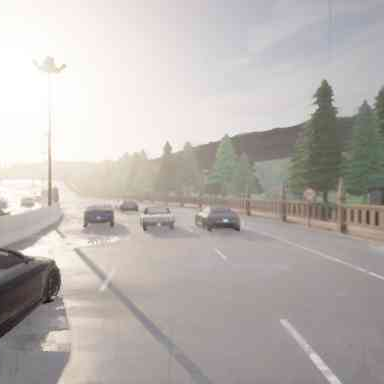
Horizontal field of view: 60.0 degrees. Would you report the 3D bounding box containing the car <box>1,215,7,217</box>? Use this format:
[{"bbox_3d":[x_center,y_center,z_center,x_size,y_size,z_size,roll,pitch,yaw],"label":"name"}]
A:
[{"bbox_3d":[-13.287,1.611,21.273,1.895,1.301,4.718,0,0,-14],"label":"car"}]

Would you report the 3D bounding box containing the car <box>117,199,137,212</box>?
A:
[{"bbox_3d":[-7.417,1.508,37.956,1.994,1.385,4.181,0,0,-21],"label":"car"}]

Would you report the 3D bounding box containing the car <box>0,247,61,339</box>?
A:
[{"bbox_3d":[-3.735,1.568,5.472,1.994,1.385,4.181,0,0,-3],"label":"car"}]

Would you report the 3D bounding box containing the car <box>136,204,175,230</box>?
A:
[{"bbox_3d":[-2.305,1.562,21.053,1.895,1.301,4.718,0,0,-11],"label":"car"}]

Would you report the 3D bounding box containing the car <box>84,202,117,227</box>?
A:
[{"bbox_3d":[-6.354,1.452,23.015,1.882,1.535,5.008,0,0,-13],"label":"car"}]

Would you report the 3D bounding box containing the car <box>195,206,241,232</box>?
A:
[{"bbox_3d":[1.436,1.510,19.954,1.994,1.385,4.181,0,0,-11],"label":"car"}]
